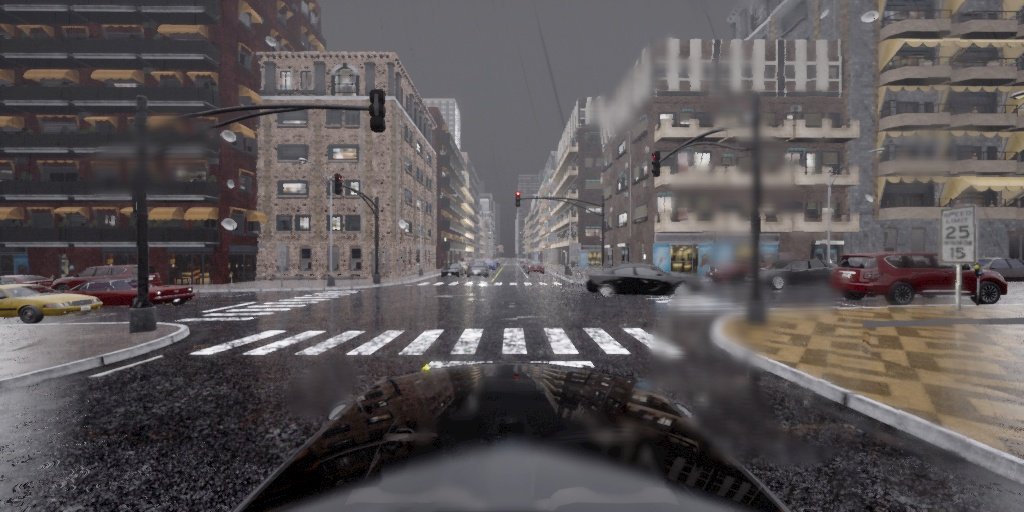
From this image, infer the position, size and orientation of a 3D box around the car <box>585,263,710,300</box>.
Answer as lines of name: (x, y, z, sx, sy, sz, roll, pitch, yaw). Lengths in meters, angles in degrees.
car: (5.854, 1.094, 16.257, 5.008, 1.535, 1.882, -1, 1, 18)

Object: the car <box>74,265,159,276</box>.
car: (-23.640, 1.462, 21.095, 5.009, 1.841, 2.192, 0, 0, -1)

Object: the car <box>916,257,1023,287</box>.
car: (25.299, 0.796, 19.067, 5.357, 1.411, 2.033, -1, 0, -1)

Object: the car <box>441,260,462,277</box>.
car: (-5.762, 1.322, 35.163, 1.948, 1.339, 4.313, 0, 0, 0)

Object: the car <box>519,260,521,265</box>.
car: (2.570, 1.348, 57.913, 1.802, 1.307, 4.207, 0, 0, 0)

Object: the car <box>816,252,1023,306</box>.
car: (14.686, 0.775, 13.164, 5.009, 1.841, 2.192, 0, 0, -1)

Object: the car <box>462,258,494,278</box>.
car: (-3.169, 1.246, 34.038, 2.128, 1.511, 4.902, 0, 0, 0)

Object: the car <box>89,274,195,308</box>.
car: (-16.630, 1.633, 15.408, 4.718, 1.301, 1.895, -1, 0, 0)

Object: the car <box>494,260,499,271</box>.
car: (-3.197, 1.239, 48.246, 1.882, 1.535, 5.008, 0, 0, 0)

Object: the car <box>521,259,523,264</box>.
car: (2.594, 1.200, 46.548, 1.967, 1.591, 4.097, 0, 0, 0)

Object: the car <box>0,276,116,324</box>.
car: (-17.654, 1.585, 12.812, 4.829, 1.417, 1.751, 0, 0, -1)

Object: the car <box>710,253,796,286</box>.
car: (14.533, 0.759, 21.543, 5.009, 1.841, 2.192, 0, 0, -1)

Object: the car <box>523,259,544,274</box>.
car: (2.606, 1.198, 40.866, 1.967, 1.591, 4.097, 0, 0, 0)

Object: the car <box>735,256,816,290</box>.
car: (14.934, 0.947, 18.956, 4.892, 1.490, 1.837, -1, 0, -1)

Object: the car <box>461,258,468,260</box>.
car: (-5.774, 1.283, 40.676, 1.751, 1.417, 4.829, 0, 0, 0)
